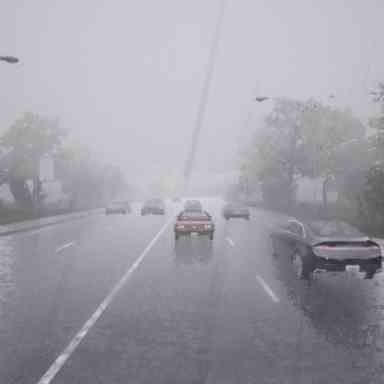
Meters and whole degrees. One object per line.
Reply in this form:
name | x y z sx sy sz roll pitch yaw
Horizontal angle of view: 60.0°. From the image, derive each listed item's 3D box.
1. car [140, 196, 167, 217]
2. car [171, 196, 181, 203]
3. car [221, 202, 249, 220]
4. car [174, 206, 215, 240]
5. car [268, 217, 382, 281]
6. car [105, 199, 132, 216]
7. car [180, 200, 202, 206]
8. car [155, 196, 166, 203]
car | -3.582 1.358 31.587 2.097 1.767 4.553 0 0 0
car | -3.461 1.604 72.601 1.895 1.301 4.718 0 0 0
car | 3.610 1.569 28.248 1.994 1.385 4.181 0 0 0
car | 0.106 1.604 17.163 1.895 1.301 4.718 0 0 0
car | 3.605 1.493 9.887 2.128 1.511 4.902 0 0 0
car | -7.082 1.512 32.403 1.837 1.490 4.892 0 0 0
car | 0.111 1.554 35.487 2.033 1.411 5.357 0 0 0
car | -6.960 1.559 73.076 1.994 1.385 4.181 0 0 0
